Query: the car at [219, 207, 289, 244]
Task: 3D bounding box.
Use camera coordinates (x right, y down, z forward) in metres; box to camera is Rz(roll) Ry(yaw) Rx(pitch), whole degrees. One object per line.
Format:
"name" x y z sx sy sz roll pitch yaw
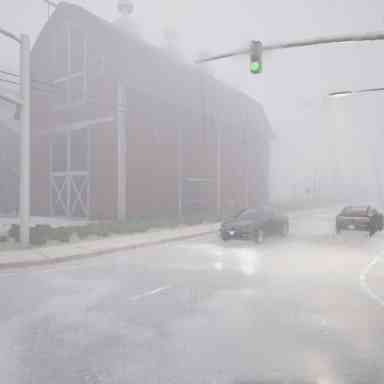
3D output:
"car" 3.120 1.504 16.038 1.837 1.490 4.892 0 0 36

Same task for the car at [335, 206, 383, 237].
"car" 9.354 1.509 18.445 2.128 1.511 4.902 0 0 36
